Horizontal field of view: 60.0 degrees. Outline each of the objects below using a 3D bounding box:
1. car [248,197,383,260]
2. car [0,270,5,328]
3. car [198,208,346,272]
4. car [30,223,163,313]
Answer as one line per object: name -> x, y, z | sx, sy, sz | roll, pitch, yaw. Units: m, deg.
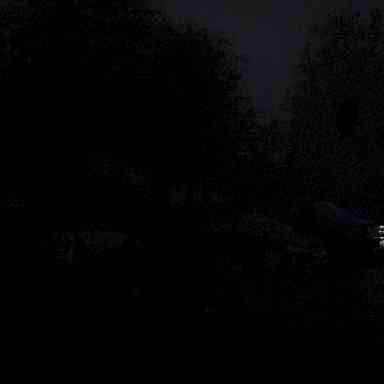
car -> 4.346, 1.249, 12.644 | 2.435, 2.045, 5.566 | 0, 0, -35
car -> -4.766, 1.479, 6.180 | 2.097, 1.535, 5.008 | 0, 0, -35
car -> 2.126, 1.497, 11.105 | 2.231, 1.521, 4.892 | 0, 0, -35
car -> -2.466, 1.487, 7.819 | 2.231, 1.521, 4.892 | 0, 0, -35
